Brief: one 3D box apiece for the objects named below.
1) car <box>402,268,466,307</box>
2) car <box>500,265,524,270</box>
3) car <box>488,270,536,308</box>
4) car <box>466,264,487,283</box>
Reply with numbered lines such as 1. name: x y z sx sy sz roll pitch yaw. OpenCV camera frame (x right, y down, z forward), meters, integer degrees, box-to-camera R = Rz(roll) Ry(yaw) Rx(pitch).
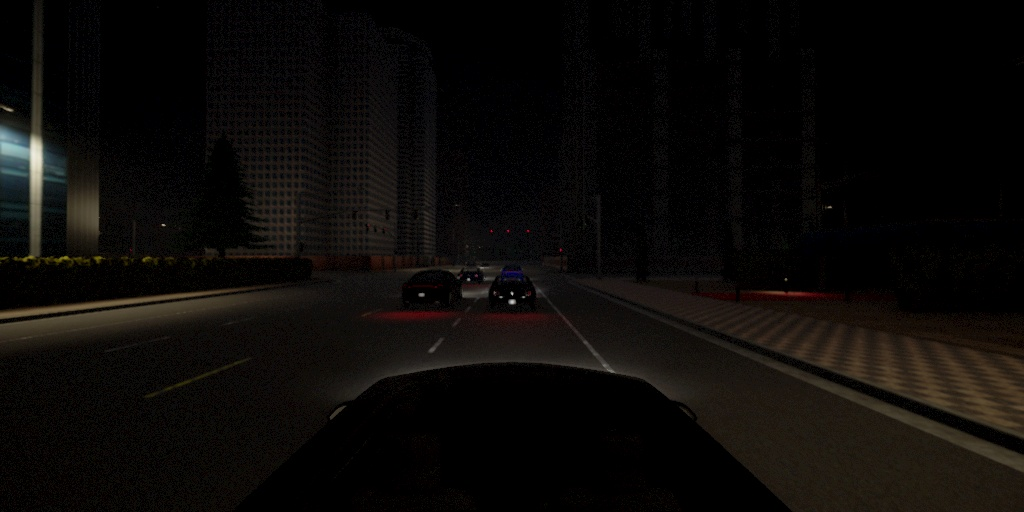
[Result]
1. car: -3.485 1.365 16.327 1.882 1.535 5.008 0 0 0
2. car: 0.017 1.506 31.359 1.882 1.535 5.008 0 0 0
3. car: 0.012 1.485 15.958 1.895 1.301 4.718 0 0 0
4. car: -3.484 1.625 30.969 1.895 1.301 4.718 0 0 0
